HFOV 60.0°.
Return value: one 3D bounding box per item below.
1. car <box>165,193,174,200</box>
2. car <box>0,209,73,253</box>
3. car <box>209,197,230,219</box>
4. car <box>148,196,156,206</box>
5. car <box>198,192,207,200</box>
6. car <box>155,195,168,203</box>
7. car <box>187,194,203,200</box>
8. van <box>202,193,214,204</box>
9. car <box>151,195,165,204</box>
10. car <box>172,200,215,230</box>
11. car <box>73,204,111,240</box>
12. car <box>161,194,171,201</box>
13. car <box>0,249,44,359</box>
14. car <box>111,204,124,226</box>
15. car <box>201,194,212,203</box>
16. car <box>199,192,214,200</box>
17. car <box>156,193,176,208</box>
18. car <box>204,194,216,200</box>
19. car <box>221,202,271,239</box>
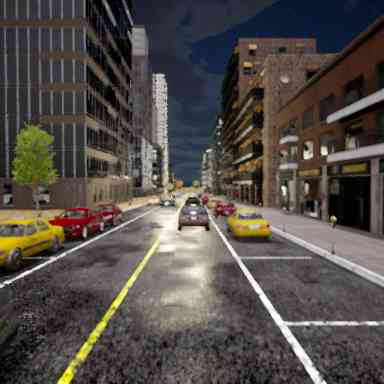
[{"bbox_3d":[-5.695,1.089,84.914,1.967,1.590,4.097,-1,0,0],"label":"car"},{"bbox_3d":[-5.675,1.478,10.673,1.752,1.417,4.829,-1,0,0],"label":"car"},{"bbox_3d":[2.668,1.424,27.815,1.887,1.381,4.507,-1,0,0],"label":"car"},{"bbox_3d":[-5.685,1.310,50.558,1.752,1.417,4.829,-1,0,0],"label":"car"},{"bbox_3d":[2.649,0.964,84.790,2.192,1.841,5.009,-1,0,0],"label":"car"},{"bbox_3d":[-5.687,1.290,62.124,2.008,1.369,4.403,-1,0,0],"label":"car"},{"bbox_3d":[0.091,1.327,41.122,1.837,1.490,4.892,0,0,0],"label":"car"},{"bbox_3d":[2.656,1.104,56.302,1.690,1.788,3.998,-1,0,0],"label":"van"},{"bbox_3d":[-5.686,1.307,56.426,1.887,1.381,4.507,-1,0,0],"label":"car"},{"bbox_3d":[0.095,1.459,20.363,2.033,1.411,5.357,0,0,0],"label":"car"},{"bbox_3d":[-5.676,1.472,16.542,1.887,1.381,4.507,-1,0,0],"label":"car"},{"bbox_3d":[-5.691,1.220,73.349,1.752,1.417,4.829,-1,0,0],"label":"car"},{"bbox_3d":[-3.101,1.538,1.912,2.033,1.411,5.357,0,0,0],"label":"car"},{"bbox_3d":[-5.676,1.485,22.240,1.802,1.307,4.206,-1,0,0],"label":"car"},{"bbox_3d":[2.657,1.180,62.000,1.967,1.590,4.097,-1,0,0],"label":"car"},{"bbox_3d":[2.657,1.100,50.605,2.192,1.841,5.009,-1,0,0],"label":"car"},{"bbox_3d":[-3.099,1.306,43.449,2.128,1.511,4.902,0,0,0],"label":"car"},{"bbox_3d":[2.665,1.356,39.380,1.752,1.417,4.829,-1,0,0],"label":"car"},{"bbox_3d":[2.671,1.453,16.589,1.752,1.417,4.829,-1,0,0],"label":"car"}]
